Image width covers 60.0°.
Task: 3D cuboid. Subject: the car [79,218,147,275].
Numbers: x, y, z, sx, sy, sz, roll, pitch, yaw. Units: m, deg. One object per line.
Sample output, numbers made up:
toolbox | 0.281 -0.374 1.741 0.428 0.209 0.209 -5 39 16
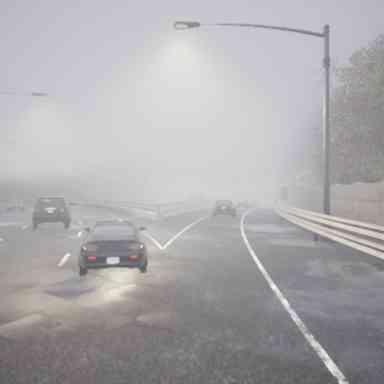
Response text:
car | -2.442 1.555 10.588 1.812 1.442 4.674 0 0 -12

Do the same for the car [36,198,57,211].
car | -18.771 1.572 42.673 1.882 1.535 5.008 0 0 -30

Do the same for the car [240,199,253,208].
car | 8.205 1.948 53.235 1.895 1.301 4.718 0 -2 14

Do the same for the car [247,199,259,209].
car | 14.097 2.804 77.038 2.150 2.045 5.566 0 -4 16

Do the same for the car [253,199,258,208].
car | 12.167 2.584 69.811 1.837 1.490 4.892 0 -3 14

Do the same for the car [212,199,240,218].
car | 3.242 1.463 32.089 2.097 1.767 4.553 0 0 11

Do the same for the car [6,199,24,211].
car | -22.002 1.630 41.406 2.033 1.411 5.357 0 0 -31

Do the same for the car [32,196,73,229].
car | -9.373 1.273 22.555 2.150 2.045 5.566 0 0 -18
